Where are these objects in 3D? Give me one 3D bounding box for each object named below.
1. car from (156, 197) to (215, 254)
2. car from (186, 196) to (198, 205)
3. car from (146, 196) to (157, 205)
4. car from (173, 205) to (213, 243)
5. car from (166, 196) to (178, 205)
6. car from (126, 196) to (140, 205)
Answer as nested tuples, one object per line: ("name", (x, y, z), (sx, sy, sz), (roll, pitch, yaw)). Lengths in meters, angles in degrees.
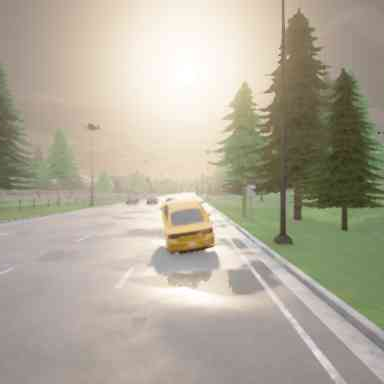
("car", (-0.316, 1.064, 14.052), (1.882, 1.535, 5.008), (-8, 16, -5))
("car", (0.007, 1.503, 59.039), (1.994, 1.385, 4.181), (0, 0, 0))
("car", (-6.993, 1.487, 59.040), (2.033, 1.411, 5.357), (0, 0, 0))
("car", (0.042, 1.544, 17.594), (1.812, 1.442, 4.674), (0, 2, 0))
("car", (-3.493, 1.503, 59.040), (1.994, 1.385, 4.181), (0, 0, 0))
("car", (-10.493, 1.487, 59.041), (2.033, 1.411, 5.357), (0, 0, 0))
